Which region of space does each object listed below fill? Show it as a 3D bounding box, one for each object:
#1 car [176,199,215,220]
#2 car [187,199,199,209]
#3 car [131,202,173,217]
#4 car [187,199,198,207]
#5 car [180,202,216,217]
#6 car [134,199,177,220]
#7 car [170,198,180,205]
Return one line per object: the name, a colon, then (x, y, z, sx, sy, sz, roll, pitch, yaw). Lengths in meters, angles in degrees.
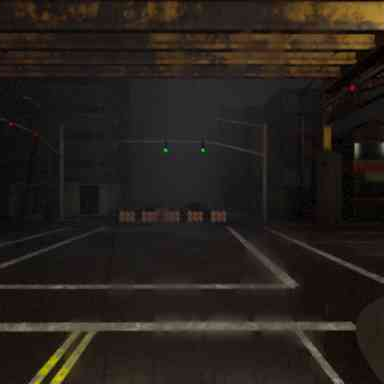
car: (0.506, 1.746, 30.967, 2.038, 1.542, 4.974, 0, -1, -20)
car: (0.130, 1.997, 57.562, 2.038, 1.542, 4.974, 0, -1, 0)
car: (-3.633, 1.592, 31.322, 1.853, 1.218, 4.536, 0, -1, 25)
car: (0.129, 1.840, 57.616, 1.853, 1.218, 4.536, 0, -1, 0)
car: (0.488, 1.589, 31.017, 1.853, 1.218, 4.536, 0, -1, -20)
car: (-3.654, 1.749, 31.273, 2.038, 1.542, 4.974, 0, -1, 25)
car: (-3.304, 1.920, 66.136, 1.853, 1.218, 4.536, 0, -1, 0)
